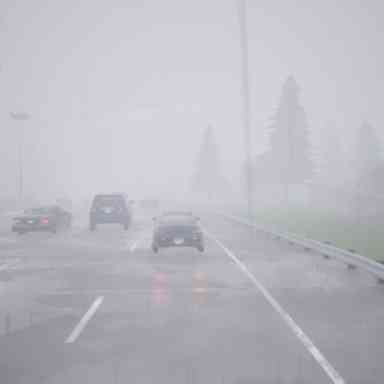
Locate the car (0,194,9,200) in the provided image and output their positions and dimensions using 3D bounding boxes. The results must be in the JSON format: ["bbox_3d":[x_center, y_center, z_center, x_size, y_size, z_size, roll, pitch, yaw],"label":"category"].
[{"bbox_3d":[-40.509,1.129,71.462,1.812,1.442,4.674,0,1,-29],"label":"car"}]

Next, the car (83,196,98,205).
[{"bbox_3d":[-16.014,1.263,52.283,1.895,1.301,4.718,0,0,-20],"label":"car"}]

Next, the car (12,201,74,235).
[{"bbox_3d":[-7.921,1.439,18.130,2.033,1.411,5.357,0,0,-8],"label":"car"}]

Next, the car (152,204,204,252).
[{"bbox_3d":[-0.609,1.425,13.274,1.812,1.442,4.674,0,1,-5],"label":"car"}]

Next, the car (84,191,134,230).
[{"bbox_3d":[-4.804,1.086,20.252,2.150,2.045,5.566,0,1,-8],"label":"car"}]

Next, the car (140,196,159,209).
[{"bbox_3d":[-5.342,1.184,41.093,1.882,1.535,5.008,0,1,-15],"label":"car"}]

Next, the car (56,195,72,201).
[{"bbox_3d":[-17.649,1.194,46.020,1.882,1.535,5.008,0,0,-18],"label":"car"}]

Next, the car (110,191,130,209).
[{"bbox_3d":[-9.163,0.938,41.848,2.150,2.045,5.566,0,1,-15],"label":"car"}]
